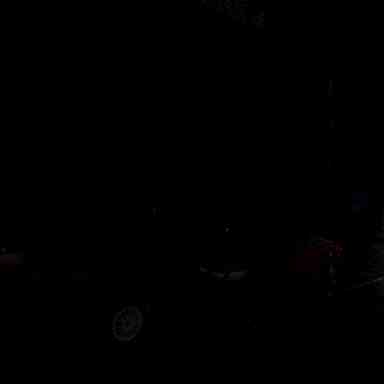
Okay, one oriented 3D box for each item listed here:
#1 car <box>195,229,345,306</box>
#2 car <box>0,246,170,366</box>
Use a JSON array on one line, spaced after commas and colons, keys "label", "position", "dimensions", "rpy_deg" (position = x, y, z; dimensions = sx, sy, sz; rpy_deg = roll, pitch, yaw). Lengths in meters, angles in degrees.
[{"label": "car", "position": [2.024, 1.582, 7.986], "dimensions": [4.206, 1.307, 1.802], "rpy_deg": [0, 0, -36]}, {"label": "car", "position": [-2.470, 1.545, 4.772], "dimensions": [4.507, 1.381, 1.887], "rpy_deg": [0, 0, -36]}]
